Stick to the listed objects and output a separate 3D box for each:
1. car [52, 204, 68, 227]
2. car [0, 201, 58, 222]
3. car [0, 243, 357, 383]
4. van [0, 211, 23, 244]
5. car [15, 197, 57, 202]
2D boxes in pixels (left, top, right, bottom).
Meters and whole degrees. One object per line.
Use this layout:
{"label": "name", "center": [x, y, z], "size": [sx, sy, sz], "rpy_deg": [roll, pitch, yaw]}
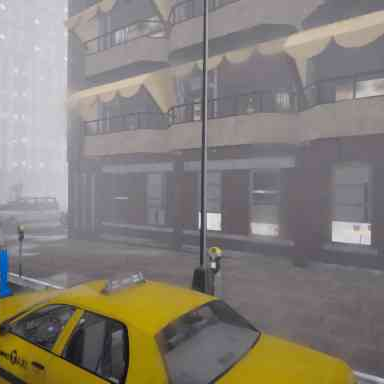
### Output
{"label": "car", "center": [-6.951, 1.686, 23.209], "size": [1.887, 1.381, 4.507], "rpy_deg": [1, 0, 36]}
{"label": "car", "center": [-12.528, 1.653, 25.371], "size": [1.895, 1.301, 4.718], "rpy_deg": [1, 0, 36]}
{"label": "car", "center": [-0.897, 1.525, 3.506], "size": [4.829, 1.417, 1.752], "rpy_deg": [0, 1, 36]}
{"label": "van", "center": [-5.317, 1.339, 6.663], "size": [3.998, 1.788, 1.690], "rpy_deg": [0, 1, 36]}
{"label": "car", "center": [-13.735, 1.339, 28.124], "size": [2.192, 1.841, 5.009], "rpy_deg": [1, 0, 36]}
